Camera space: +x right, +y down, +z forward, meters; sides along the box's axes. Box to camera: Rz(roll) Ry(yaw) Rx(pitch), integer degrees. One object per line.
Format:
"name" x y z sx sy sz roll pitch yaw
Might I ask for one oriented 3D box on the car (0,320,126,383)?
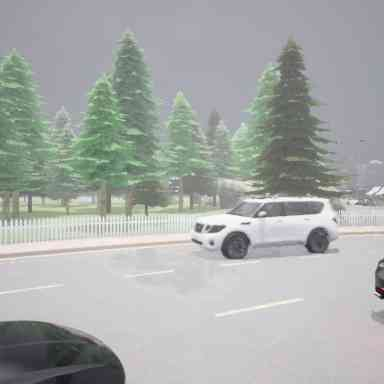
"car" -2.740 1.478 1.608 5.008 1.535 1.882 0 0 -37

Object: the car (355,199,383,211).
"car" 19.741 1.547 36.200 2.128 1.511 4.902 0 0 -4

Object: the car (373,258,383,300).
"car" 5.605 1.492 6.112 4.902 1.511 2.128 0 0 -24

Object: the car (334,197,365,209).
"car" 22.514 1.533 47.761 1.882 1.535 5.008 0 0 -4

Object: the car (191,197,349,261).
"car" 2.760 1.221 12.410 5.566 2.045 2.150 0 0 -19
